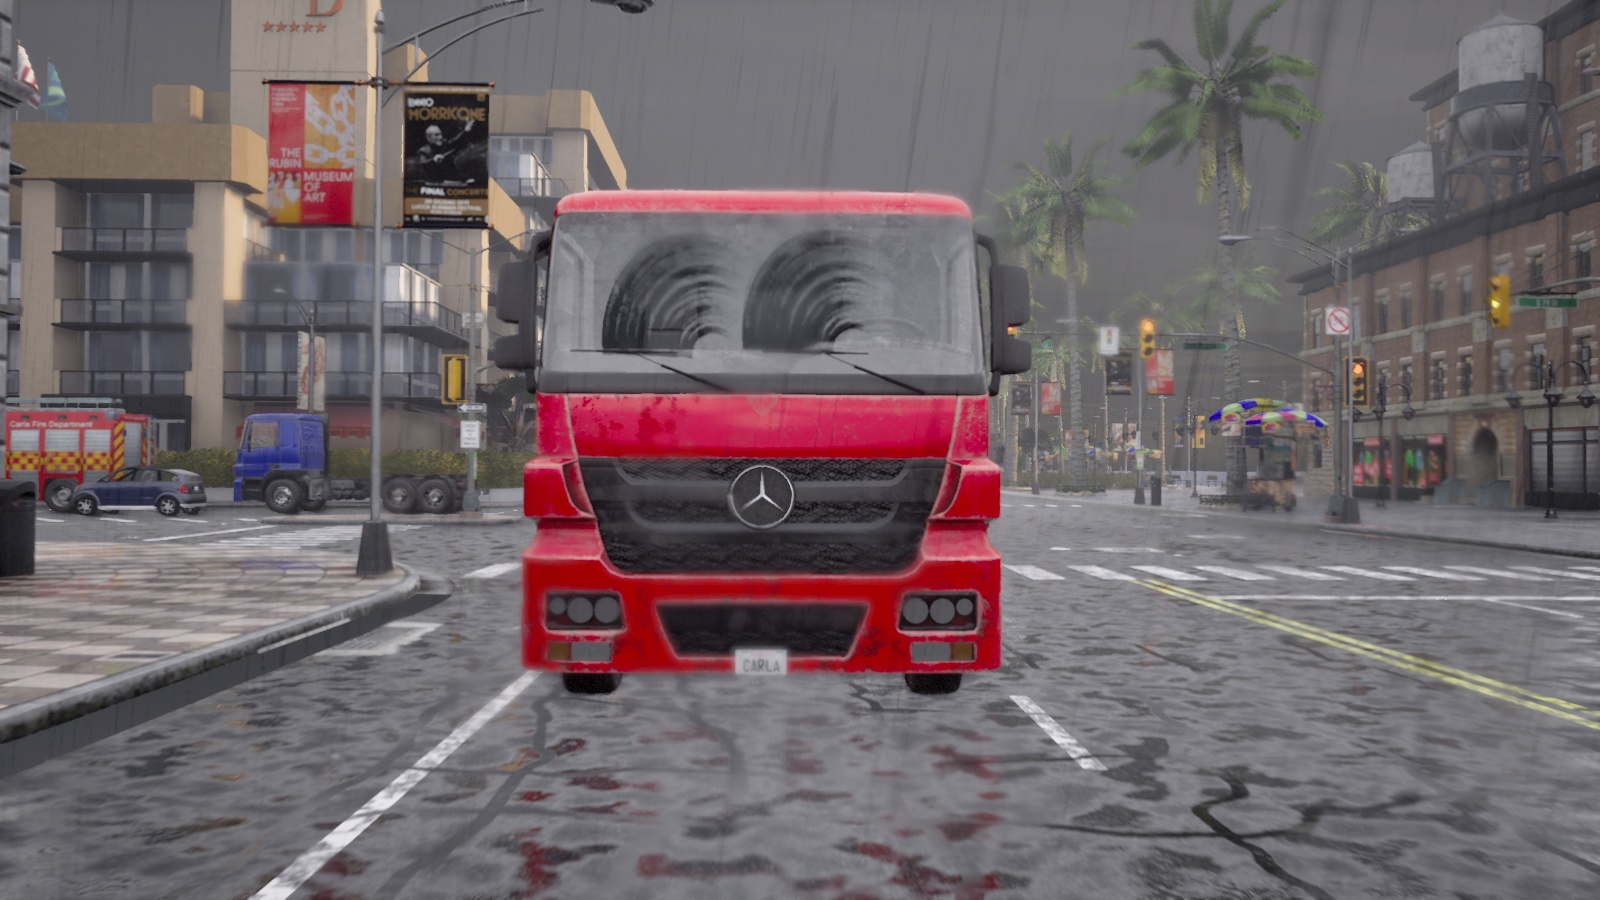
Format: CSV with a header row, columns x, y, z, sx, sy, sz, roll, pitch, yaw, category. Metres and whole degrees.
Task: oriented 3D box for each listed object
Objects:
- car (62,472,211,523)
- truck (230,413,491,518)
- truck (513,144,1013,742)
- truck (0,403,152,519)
x,y,z,sx,sy,sz,roll,pitch,yaw,category
-20.784,1.466,39.449,3.705,1.549,1.789,0,-1,-2,car
-14.934,0.539,43.129,7.936,3.462,2.891,0,-1,-2,truck
-0.292,-0.002,11.266,2.891,3.462,7.936,0,-1,-1,truck
-27.067,0.396,42.791,8.468,3.827,2.891,0,-1,-2,truck
